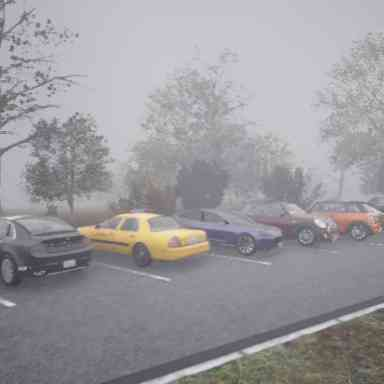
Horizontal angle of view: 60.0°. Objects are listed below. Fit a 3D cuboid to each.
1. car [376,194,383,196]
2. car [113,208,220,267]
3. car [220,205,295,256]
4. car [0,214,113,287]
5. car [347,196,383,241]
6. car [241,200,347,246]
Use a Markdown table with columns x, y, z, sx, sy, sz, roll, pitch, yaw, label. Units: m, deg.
| x | y | z | sx | sy | sz | roll | pitch | yaw | label |
| --- | --- | --- | --- | --- | --- | --- | --- | --- | --- |
| 11.458 | 1.059 | 19.225 | 5.566 | 2.045 | 2.435 | 0 | 0 | 38 | car |
| -1.961 | 1.345 | 10.940 | 5.366 | 1.575 | 1.946 | 0 | 0 | 38 | car |
| 1.085 | 1.369 | 12.625 | 4.792 | 1.488 | 2.163 | 0 | 0 | 38 | car |
| -4.679 | 1.357 | 9.019 | 4.892 | 1.521 | 2.231 | 0 | 0 | 38 | car |
| 6.470 | 1.199 | 16.010 | 4.553 | 1.767 | 2.185 | 0 | 0 | 38 | car |
| 3.907 | 1.206 | 14.467 | 4.553 | 1.767 | 2.185 | 0 | 0 | 38 | car |
